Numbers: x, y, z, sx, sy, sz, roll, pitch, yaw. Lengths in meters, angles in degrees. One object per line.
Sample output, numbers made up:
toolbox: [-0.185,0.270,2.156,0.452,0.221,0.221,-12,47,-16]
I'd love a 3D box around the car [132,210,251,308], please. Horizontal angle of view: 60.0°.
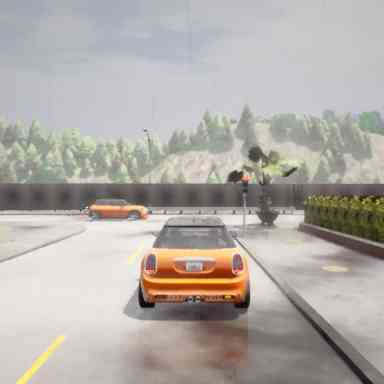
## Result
car: [0.060,1.350,8.067,2.097,1.767,4.553,0,0,0]

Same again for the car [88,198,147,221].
car: [-5.724,1.345,26.229,4.553,1.767,2.097,0,0,0]
